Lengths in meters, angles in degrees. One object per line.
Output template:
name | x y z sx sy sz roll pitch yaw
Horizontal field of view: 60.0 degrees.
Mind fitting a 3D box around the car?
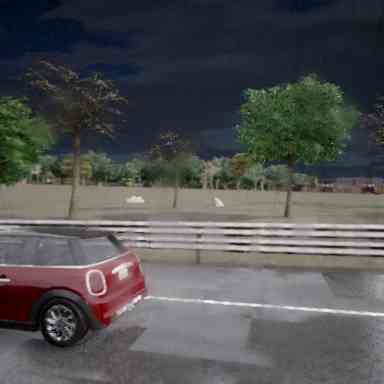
car | -3.234 1.452 6.287 4.553 1.767 2.097 0 -1 15
